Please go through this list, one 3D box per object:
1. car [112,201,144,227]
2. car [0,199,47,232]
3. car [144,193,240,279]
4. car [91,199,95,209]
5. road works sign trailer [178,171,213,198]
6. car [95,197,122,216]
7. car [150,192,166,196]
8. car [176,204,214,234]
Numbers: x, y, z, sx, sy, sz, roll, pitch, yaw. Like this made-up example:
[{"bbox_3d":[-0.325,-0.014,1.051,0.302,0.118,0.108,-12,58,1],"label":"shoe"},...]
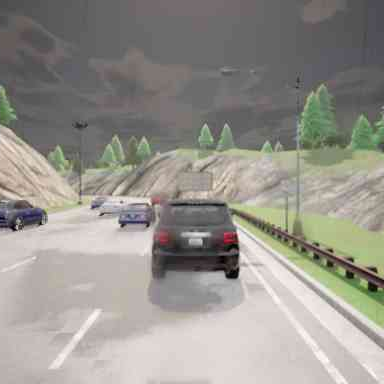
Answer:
[{"bbox_3d":[-3.403,1.437,21.574,2.033,1.411,5.357,0,0,0],"label":"car"},{"bbox_3d":[-10.401,1.253,19.594,2.097,1.767,4.553,0,0,0],"label":"car"},{"bbox_3d":[0.097,1.170,9.998,2.150,2.045,5.566,0,0,0],"label":"car"},{"bbox_3d":[-10.992,1.341,40.556,2.033,1.411,5.357,0,0,-6],"label":"car"},{"bbox_3d":[0.213,0.349,22.705,2.380,3.560,2.880,0,0,0],"label":"road works sign trailer"},{"bbox_3d":[-6.969,1.374,29.898,1.812,1.442,4.674,0,0,-1],"label":"car"},{"bbox_3d":[-4.251,1.000,43.177,2.150,2.045,5.566,0,0,-7],"label":"car"},{"bbox_3d":[0.135,1.459,19.214,1.994,1.385,4.181,0,0,-1],"label":"car"}]
